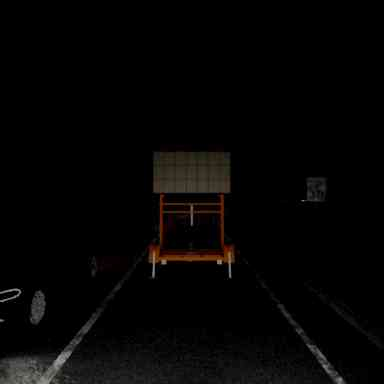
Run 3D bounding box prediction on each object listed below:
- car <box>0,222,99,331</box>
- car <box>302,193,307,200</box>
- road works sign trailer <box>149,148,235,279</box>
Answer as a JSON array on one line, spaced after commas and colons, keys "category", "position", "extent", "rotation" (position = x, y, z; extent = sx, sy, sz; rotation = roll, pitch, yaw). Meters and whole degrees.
[{"category": "car", "position": [-3.466, 1.484, 7.118], "extent": [1.882, 1.535, 5.008], "rotation": [0, 0, 0]}, {"category": "car", "position": [24.850, 0.960, 72.070], "extent": [4.892, 1.490, 1.837], "rotation": [-1, 0, -31]}, {"category": "road works sign trailer", "position": [-0.007, 0.473, 10.075], "extent": [2.380, 3.560, 2.880], "rotation": [0, 0, 0]}]
